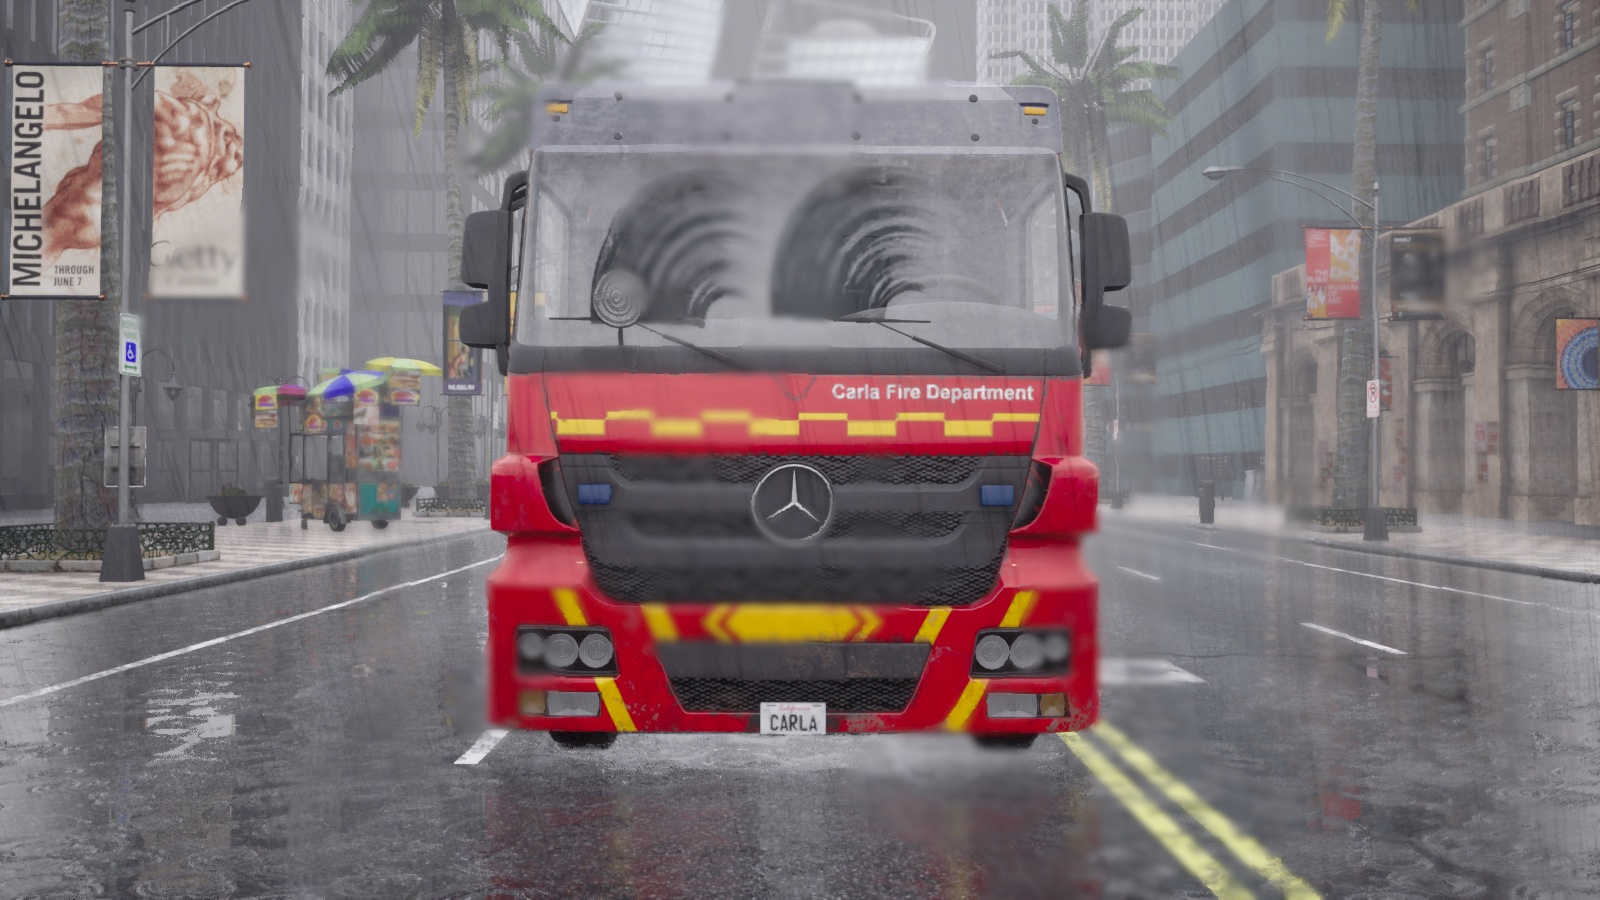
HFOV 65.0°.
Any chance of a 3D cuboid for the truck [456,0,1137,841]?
[{"bbox_3d":[-0.025,-0.189,9.594,2.891,3.827,8.468,0,-1,0],"label":"truck"}]
